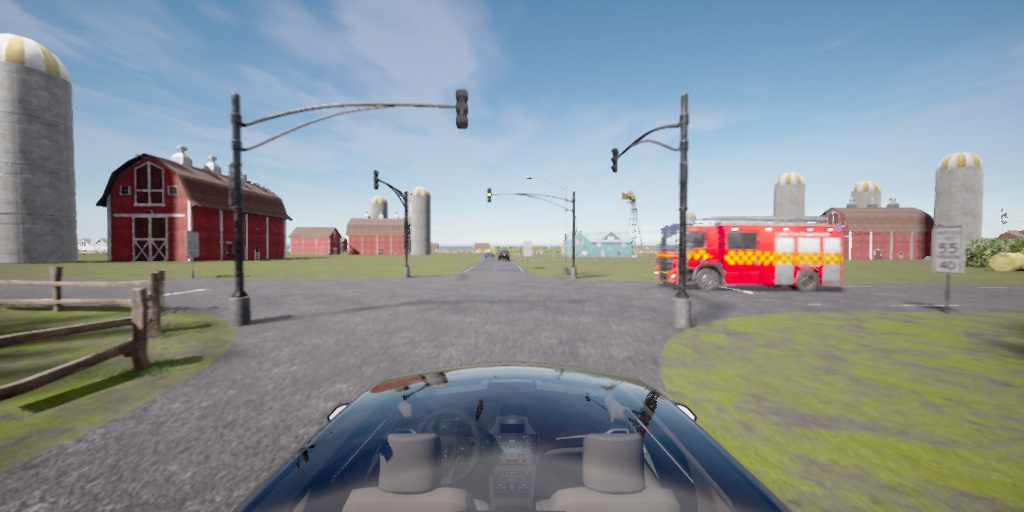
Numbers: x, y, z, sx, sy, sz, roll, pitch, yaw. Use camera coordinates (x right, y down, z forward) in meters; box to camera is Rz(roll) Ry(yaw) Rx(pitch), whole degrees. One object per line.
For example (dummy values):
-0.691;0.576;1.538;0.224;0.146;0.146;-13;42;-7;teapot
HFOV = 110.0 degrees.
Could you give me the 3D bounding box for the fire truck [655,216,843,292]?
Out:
12.416;-0.129;19.296;8.468;3.827;2.891;0;2;0;fire truck
